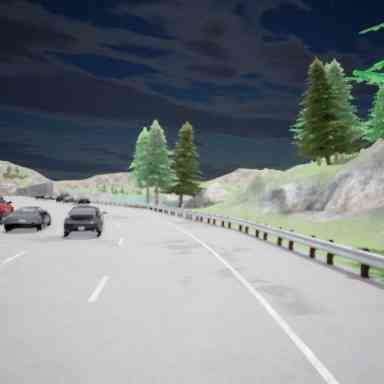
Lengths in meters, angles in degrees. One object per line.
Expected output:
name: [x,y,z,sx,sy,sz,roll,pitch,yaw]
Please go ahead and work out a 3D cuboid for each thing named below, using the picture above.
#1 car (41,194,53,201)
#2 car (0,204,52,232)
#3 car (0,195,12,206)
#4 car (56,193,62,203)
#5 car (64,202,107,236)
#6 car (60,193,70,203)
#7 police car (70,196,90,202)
car: [-36.029,1.434,83.458,1.812,1.442,4.674,0,0,-32]
car: [-10.013,1.579,20.601,1.994,1.385,4.181,0,0,-14]
car: [-14.814,1.252,24.559,2.150,2.045,5.566,0,0,-18]
car: [-27.490,1.248,71.073,2.150,2.045,5.566,0,0,-32]
car: [-5.890,1.506,18.445,1.837,1.490,4.892,0,0,-13]
car: [-24.325,1.544,65.939,1.812,1.442,4.674,0,0,-32]
police car: [-19.138,1.432,57.519,1.930,1.638,5.238,0,0,-32]
